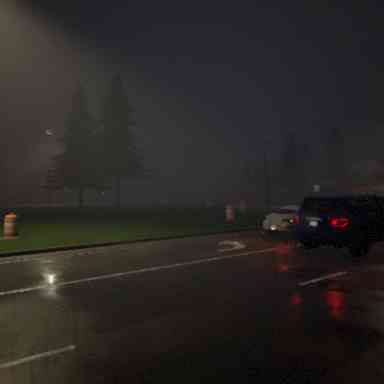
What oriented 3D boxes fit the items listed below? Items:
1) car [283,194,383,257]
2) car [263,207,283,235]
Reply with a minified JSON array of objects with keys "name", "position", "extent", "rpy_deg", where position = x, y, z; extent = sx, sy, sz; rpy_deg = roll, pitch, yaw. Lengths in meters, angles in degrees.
[{"name":"car","position":[6.221,1.101,12.557],"extent":[5.566,2.045,2.150],"rpy_deg":[-1,1,-35]},{"name":"car","position":[5.458,1.386,16.657],"extent":[4.674,1.442,1.812],"rpy_deg":[-1,1,-40]}]
